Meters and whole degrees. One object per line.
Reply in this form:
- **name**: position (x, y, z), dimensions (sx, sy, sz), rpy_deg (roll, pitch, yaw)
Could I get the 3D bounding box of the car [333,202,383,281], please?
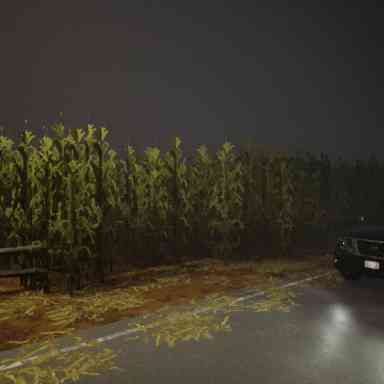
- **car**: position (6.033, 1.220, 8.906), dimensions (5.566, 2.045, 2.150), rpy_deg (0, 0, -39)
